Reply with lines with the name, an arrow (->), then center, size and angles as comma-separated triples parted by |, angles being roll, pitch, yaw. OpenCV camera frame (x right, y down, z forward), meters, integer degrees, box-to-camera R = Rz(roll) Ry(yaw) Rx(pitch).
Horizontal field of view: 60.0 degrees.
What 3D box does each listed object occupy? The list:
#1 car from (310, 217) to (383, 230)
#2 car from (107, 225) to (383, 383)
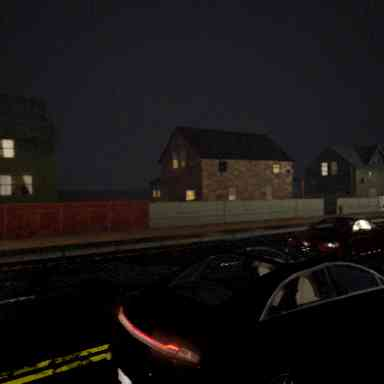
car -> 5.038, 1.544, 11.154 | 4.181, 1.385, 1.994 | 0, 0, -35
car -> 1.370, 1.485, 4.415 | 4.902, 1.511, 2.128 | 0, 0, -35
